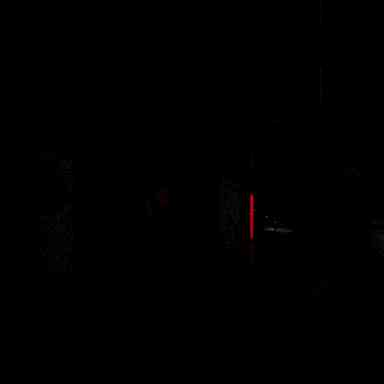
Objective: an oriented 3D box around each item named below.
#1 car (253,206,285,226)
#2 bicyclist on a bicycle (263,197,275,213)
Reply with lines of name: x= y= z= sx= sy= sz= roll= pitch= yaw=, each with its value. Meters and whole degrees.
car: x=3.918 y=1.601 z=22.581 sx=1.895 sy=1.301 sz=4.718 roll=0 pitch=0 yaw=-36
bicyclist on a bicycle: x=7.417 y=1.349 z=32.129 sx=1.656 sy=1.620 sz=0.582 roll=0 pitch=0 yaw=-36
